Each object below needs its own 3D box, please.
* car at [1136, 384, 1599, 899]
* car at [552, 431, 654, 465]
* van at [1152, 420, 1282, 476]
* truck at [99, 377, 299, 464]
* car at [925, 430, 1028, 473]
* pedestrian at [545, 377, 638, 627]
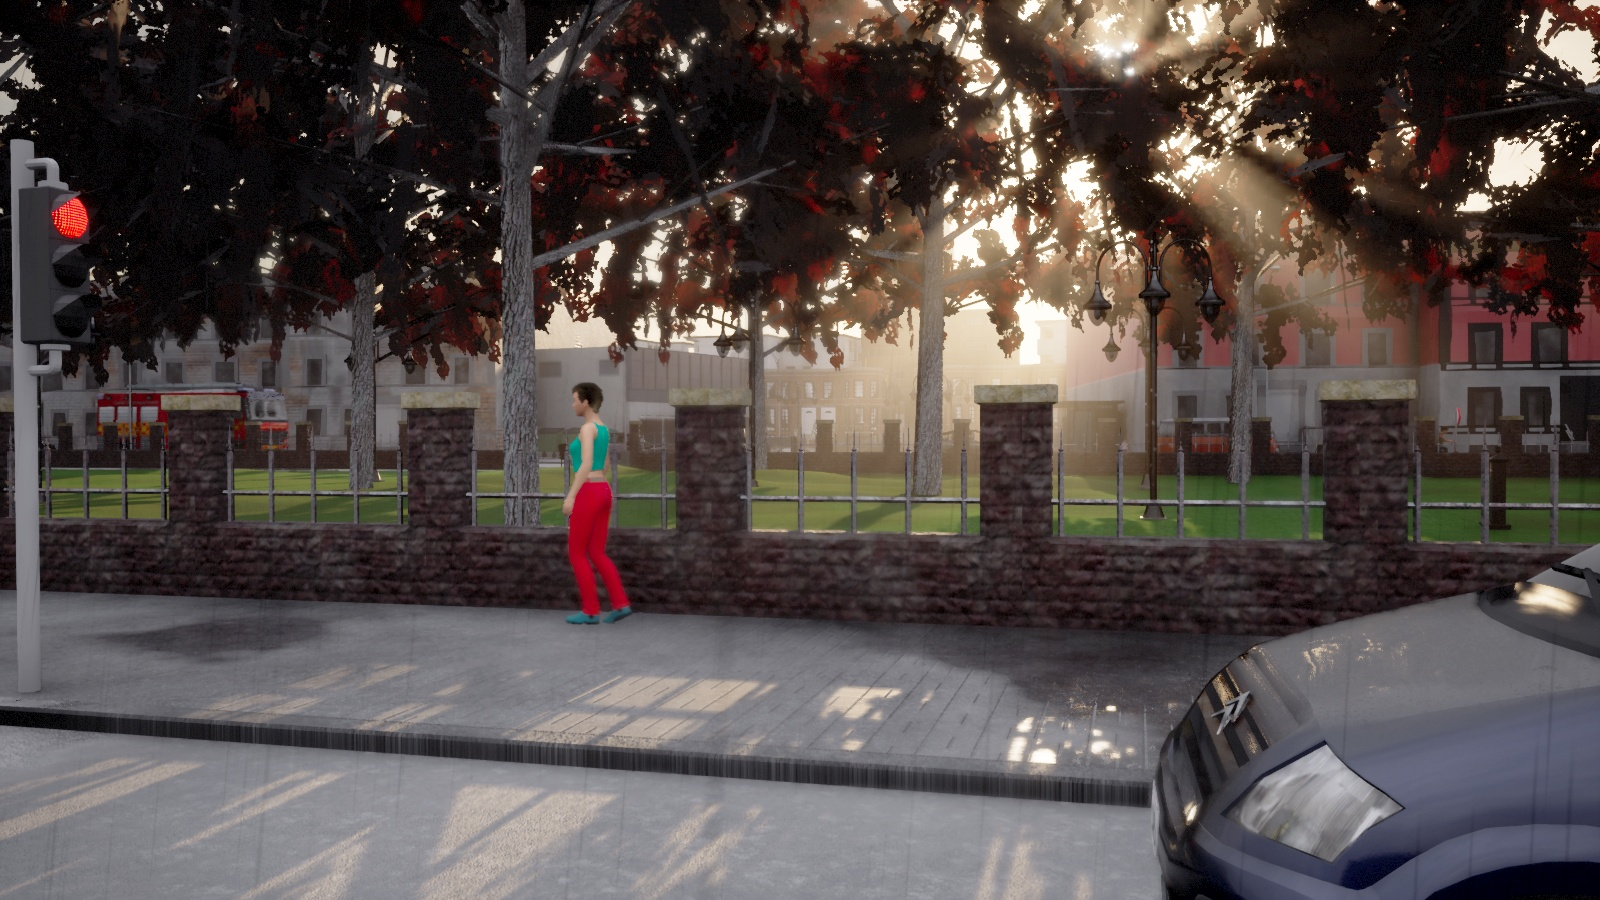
[{"bbox_3d":[2.850,0.691,2.798,3.988,1.617,1.851,0,1,13],"label":"car"},{"bbox_3d":[-8.925,-0.105,56.929,4.193,1.474,1.816,0,1,15],"label":"car"},{"bbox_3d":[15.309,-0.104,46.287,4.442,1.987,1.775,0,1,15],"label":"van"},{"bbox_3d":[-27.614,-1.367,57.764,8.468,3.827,2.891,0,1,15],"label":"truck"},{"bbox_3d":[6.836,0.047,48.562,3.705,1.549,1.789,1,1,15],"label":"car"},{"bbox_3d":[-1.569,0.379,9.460,0.594,1.836,0.345,0,1,16],"label":"pedestrian"}]
